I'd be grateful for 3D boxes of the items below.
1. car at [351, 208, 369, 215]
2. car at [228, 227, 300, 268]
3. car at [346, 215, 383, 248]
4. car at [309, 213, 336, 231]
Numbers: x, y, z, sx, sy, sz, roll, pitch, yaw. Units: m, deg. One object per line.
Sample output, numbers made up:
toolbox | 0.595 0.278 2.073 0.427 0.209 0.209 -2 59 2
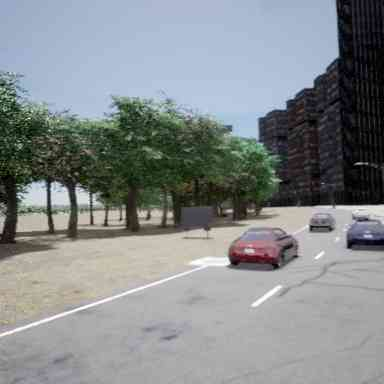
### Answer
car | 21.932 2.801 43.288 1.812 1.442 4.674 -3 -3 23
car | 3.075 2.149 13.748 1.994 1.385 4.181 -3 -3 30
car | 9.384 2.135 17.679 1.994 1.385 4.181 -3 -3 29
car | 11.356 2.563 28.860 2.033 1.411 5.357 -3 -3 27
